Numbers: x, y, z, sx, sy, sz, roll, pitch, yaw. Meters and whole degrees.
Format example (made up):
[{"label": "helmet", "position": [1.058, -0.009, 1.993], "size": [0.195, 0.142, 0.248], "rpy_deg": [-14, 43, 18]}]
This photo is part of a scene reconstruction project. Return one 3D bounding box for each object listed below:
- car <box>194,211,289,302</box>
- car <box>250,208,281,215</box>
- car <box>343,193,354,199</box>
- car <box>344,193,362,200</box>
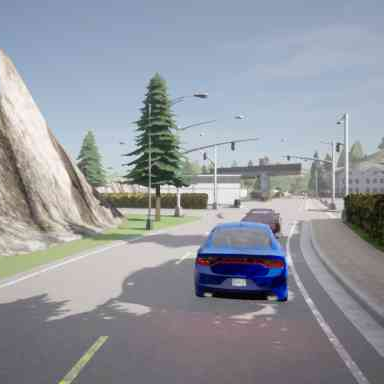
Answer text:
[{"label": "car", "position": [1.281, 1.478, 8.440], "size": [1.882, 1.535, 5.008], "rpy_deg": [0, 0, 10]}, {"label": "car", "position": [3.792, 1.564, 17.993], "size": [1.994, 1.385, 4.181], "rpy_deg": [0, 0, 17]}, {"label": "car", "position": [38.469, 1.361, 80.034], "size": [3.806, 1.475, 1.970], "rpy_deg": [0, 0, 19]}, {"label": "car", "position": [40.119, 1.077, 82.984], "size": [3.866, 1.878, 1.905], "rpy_deg": [0, 0, 19]}]
